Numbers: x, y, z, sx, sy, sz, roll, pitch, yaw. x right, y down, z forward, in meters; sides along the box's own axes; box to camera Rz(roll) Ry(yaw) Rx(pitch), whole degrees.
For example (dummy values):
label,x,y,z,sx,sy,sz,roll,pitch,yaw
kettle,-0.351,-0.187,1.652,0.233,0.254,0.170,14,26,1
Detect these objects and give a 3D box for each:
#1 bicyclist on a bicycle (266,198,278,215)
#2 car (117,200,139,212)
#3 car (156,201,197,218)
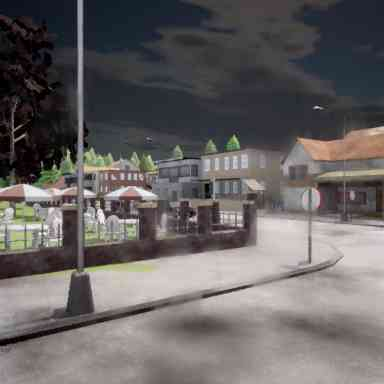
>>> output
label,x,y,z,sx,sy,sz,roll,pitch,yaw
bicyclist on a bicycle,7.603,1.349,31.457,1.656,1.620,0.582,0,0,-35
car,-7.651,1.352,38.437,2.097,1.767,4.553,0,0,-35
car,-1.769,1.547,30.146,2.033,1.411,5.357,0,0,-35
